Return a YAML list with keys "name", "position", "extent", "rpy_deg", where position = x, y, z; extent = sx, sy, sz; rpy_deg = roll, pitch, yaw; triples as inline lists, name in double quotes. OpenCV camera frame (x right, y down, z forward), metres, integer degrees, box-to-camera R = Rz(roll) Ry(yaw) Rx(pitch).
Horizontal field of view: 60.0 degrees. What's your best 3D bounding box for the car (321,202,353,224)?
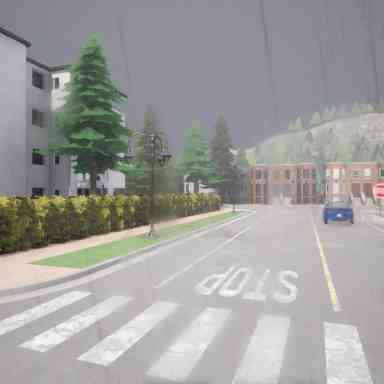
- name: "car"
  position: [10.871, 1.480, 25.024]
  extent: [1.882, 1.535, 5.008]
  rpy_deg: [0, 0, 19]
